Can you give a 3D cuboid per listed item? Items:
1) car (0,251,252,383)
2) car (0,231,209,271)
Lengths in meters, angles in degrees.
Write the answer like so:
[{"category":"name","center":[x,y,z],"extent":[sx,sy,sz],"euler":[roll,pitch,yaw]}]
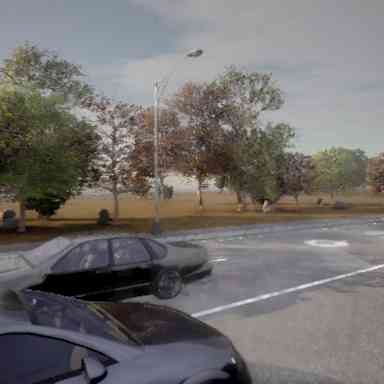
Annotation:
[{"category":"car","center":[-1.483,1.564,2.685],"extent":[4.181,1.385,1.994],"euler":[0,0,-36]},{"category":"car","center":[-2.059,1.547,6.816],"extent":[5.357,1.411,2.033],"euler":[0,0,-35]}]
